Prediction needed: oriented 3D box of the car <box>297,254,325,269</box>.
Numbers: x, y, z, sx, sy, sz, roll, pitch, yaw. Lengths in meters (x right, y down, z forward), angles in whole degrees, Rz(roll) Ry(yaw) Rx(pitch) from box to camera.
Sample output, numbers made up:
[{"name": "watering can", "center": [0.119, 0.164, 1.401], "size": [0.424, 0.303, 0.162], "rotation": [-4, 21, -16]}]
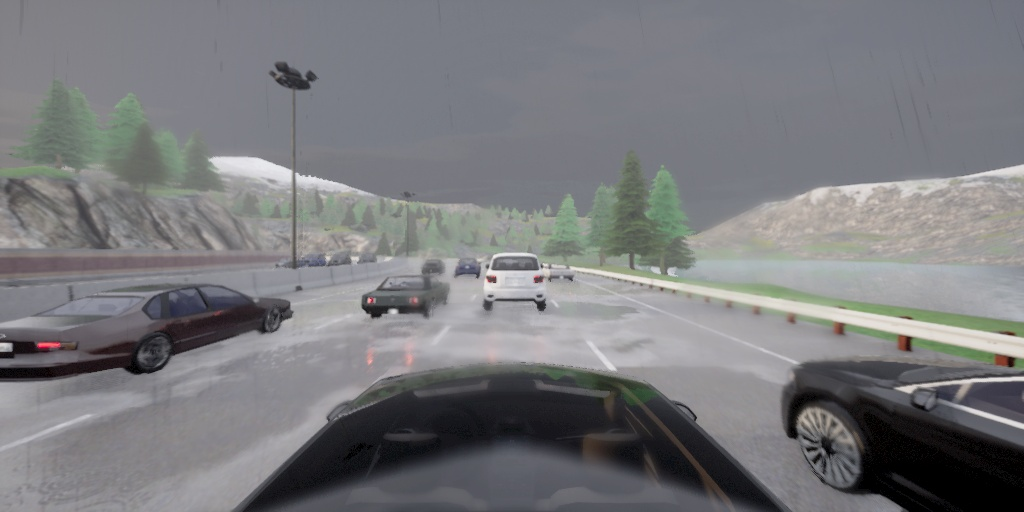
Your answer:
[{"name": "car", "center": [-27.841, 0.702, 50.404], "size": [2.150, 2.045, 5.566], "rotation": [0, 0, -12]}]

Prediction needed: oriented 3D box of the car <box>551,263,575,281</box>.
[{"name": "car", "center": [3.411, 1.211, 27.482], "size": [1.895, 1.301, 4.718], "rotation": [0, 0, -2]}]

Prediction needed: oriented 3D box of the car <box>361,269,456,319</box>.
[{"name": "car", "center": [-3.393, 1.292, 12.491], "size": [1.895, 1.301, 4.718], "rotation": [0, 0, 0]}]

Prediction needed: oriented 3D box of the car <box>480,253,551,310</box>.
[{"name": "car", "center": [0.108, 0.904, 14.395], "size": [2.150, 2.045, 5.566], "rotation": [0, 1, 0]}]

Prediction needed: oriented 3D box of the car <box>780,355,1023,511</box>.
[{"name": "car", "center": [3.592, 1.244, 1.594], "size": [2.128, 1.511, 4.902], "rotation": [0, 0, 0]}]

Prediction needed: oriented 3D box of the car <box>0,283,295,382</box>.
[{"name": "car", "center": [-6.896, 1.266, 7.361], "size": [2.033, 1.411, 5.357], "rotation": [0, 0, 0]}]

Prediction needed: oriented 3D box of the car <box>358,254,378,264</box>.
[{"name": "car", "center": [-21.324, 0.686, 53.301], "size": [2.150, 2.045, 5.566], "rotation": [0, 0, -12]}]

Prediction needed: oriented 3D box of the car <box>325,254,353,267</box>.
[{"name": "car", "center": [-24.472, 0.697, 51.362], "size": [2.150, 2.045, 5.566], "rotation": [0, 0, -12]}]

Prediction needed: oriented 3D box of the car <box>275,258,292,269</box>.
[{"name": "car", "center": [-31.442, 0.971, 50.350], "size": [2.128, 1.511, 4.902], "rotation": [0, 0, -12]}]

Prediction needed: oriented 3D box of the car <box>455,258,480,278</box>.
[{"name": "car", "center": [-3.868, 0.936, 31.909], "size": [2.097, 1.767, 4.553], "rotation": [0, 0, -4]}]

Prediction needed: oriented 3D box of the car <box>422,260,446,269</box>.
[{"name": "car", "center": [-7.608, 1.073, 35.013], "size": [1.837, 1.490, 4.892], "rotation": [1, 1, -5]}]
